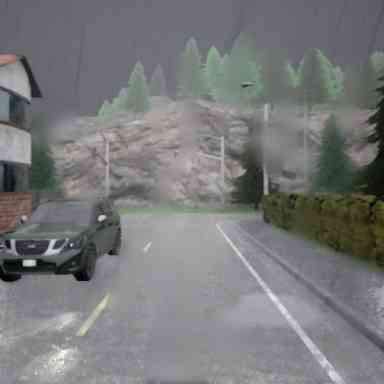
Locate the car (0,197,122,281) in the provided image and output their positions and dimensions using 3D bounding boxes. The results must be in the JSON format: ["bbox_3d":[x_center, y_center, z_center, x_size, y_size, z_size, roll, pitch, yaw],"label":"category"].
[{"bbox_3d":[-3.626,1.210,10.164,2.150,2.045,5.566,0,0,0],"label":"car"}]
